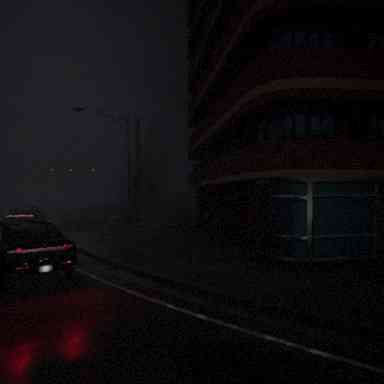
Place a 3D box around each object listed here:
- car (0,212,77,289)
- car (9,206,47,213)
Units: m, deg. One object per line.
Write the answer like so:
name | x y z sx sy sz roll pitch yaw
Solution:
car | -4.845 1.554 9.451 2.128 1.511 4.902 0 -1 -39
car | -10.833 1.641 21.920 2.128 1.511 4.902 0 0 -16
